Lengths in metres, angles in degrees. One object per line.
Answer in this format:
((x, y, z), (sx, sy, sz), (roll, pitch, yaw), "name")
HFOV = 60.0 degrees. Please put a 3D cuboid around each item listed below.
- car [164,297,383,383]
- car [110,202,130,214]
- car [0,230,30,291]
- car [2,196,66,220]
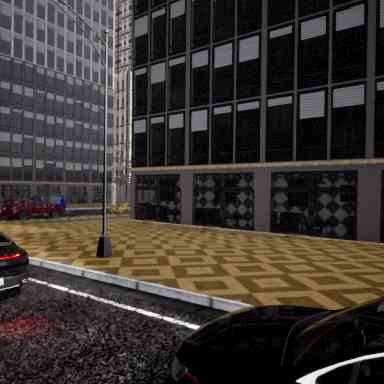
((1.994, 1.505, 2.252), (4.892, 1.490, 1.837), (0, 0, 36), "car")
((-7.323, 1.830, 38.847), (1.752, 1.417, 4.829), (1, 0, 37), "car")
((-5.722, 1.500, 7.796), (4.892, 1.490, 1.837), (0, 0, 36), "car")
((-14.154, 1.519, 29.660), (2.192, 1.841, 5.009), (1, 0, 37), "car")
